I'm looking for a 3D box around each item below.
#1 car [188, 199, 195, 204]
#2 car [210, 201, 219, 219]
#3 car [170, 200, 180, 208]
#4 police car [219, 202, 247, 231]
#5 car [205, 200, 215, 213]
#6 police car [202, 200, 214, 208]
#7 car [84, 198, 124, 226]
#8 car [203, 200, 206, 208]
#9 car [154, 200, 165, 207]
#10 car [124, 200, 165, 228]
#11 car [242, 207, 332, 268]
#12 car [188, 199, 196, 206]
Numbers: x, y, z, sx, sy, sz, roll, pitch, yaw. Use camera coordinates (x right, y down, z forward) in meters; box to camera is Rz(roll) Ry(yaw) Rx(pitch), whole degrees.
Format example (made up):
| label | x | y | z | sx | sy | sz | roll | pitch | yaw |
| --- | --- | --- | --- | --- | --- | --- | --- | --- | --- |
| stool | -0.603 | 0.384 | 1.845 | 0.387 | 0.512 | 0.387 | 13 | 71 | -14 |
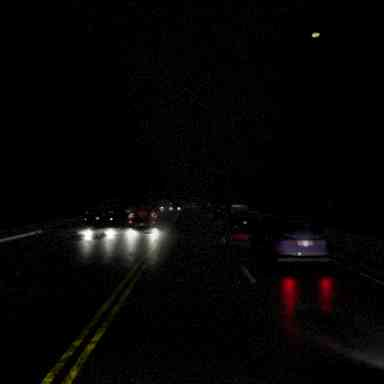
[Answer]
| label | x | y | z | sx | sy | sz | roll | pitch | yaw |
| --- | --- | --- | --- | --- | --- | --- | --- | --- | --- |
| car | -0.090 | 2.599 | 92.787 | 1.837 | 1.490 | 4.892 | 0 | -1 | 0 |
| car | 3.217 | 1.947 | 33.757 | 1.994 | 1.385 | 4.181 | 0 | -1 | 0 |
| car | -3.321 | 2.290 | 66.252 | 1.882 | 1.535 | 5.008 | 0 | -1 | 0 |
| police car | 3.228 | 1.677 | 22.869 | 1.930 | 1.638 | 5.238 | 0 | -1 | 0 |
| car | 3.206 | 2.085 | 44.757 | 1.994 | 1.385 | 4.181 | 0 | -1 | 0 |
| police car | 3.185 | 2.325 | 66.758 | 2.038 | 1.542 | 4.974 | 0 | -1 | 0 |
| car | -6.625 | 1.511 | 26.087 | 2.150 | 2.045 | 5.566 | 0 | -1 | 0 |
| car | 3.196 | 2.097 | 55.758 | 2.033 | 1.649 | 4.856 | 0 | -1 | 0 |
| car | -6.567 | 2.364 | 68.025 | 1.812 | 1.442 | 4.674 | 0 | -1 | 0 |
| car | -3.372 | 1.624 | 24.590 | 2.097 | 1.767 | 4.553 | 0 | -1 | 0 |
| car | 3.239 | 1.557 | 11.759 | 2.033 | 1.649 | 4.856 | 0 | -1 | 0 |
| car | -0.074 | 2.335 | 76.053 | 2.128 | 1.511 | 4.902 | 0 | -1 | 0 |
